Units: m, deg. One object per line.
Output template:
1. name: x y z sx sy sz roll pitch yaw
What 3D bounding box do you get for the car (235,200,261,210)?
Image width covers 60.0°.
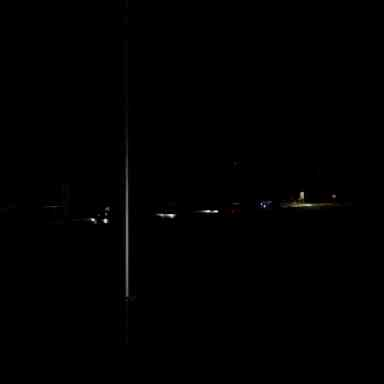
1. car: 7.800 1.914 49.389 2.128 1.511 4.902 -1 -1 35

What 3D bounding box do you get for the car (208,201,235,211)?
1. car: 4.086 1.994 49.053 1.994 1.385 4.181 -1 -1 35

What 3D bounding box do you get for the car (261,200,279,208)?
1. car: 13.493 2.112 57.656 1.895 1.301 4.718 -1 -1 35

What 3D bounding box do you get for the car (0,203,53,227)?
1. car: -12.885 1.634 24.726 1.882 1.535 5.008 -1 -1 35

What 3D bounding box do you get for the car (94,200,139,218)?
1. car: -7.368 1.599 32.661 2.097 1.767 4.553 -1 -1 35

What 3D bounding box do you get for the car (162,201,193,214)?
1. car: -1.683 1.865 40.823 1.812 1.442 4.674 -1 -1 35
